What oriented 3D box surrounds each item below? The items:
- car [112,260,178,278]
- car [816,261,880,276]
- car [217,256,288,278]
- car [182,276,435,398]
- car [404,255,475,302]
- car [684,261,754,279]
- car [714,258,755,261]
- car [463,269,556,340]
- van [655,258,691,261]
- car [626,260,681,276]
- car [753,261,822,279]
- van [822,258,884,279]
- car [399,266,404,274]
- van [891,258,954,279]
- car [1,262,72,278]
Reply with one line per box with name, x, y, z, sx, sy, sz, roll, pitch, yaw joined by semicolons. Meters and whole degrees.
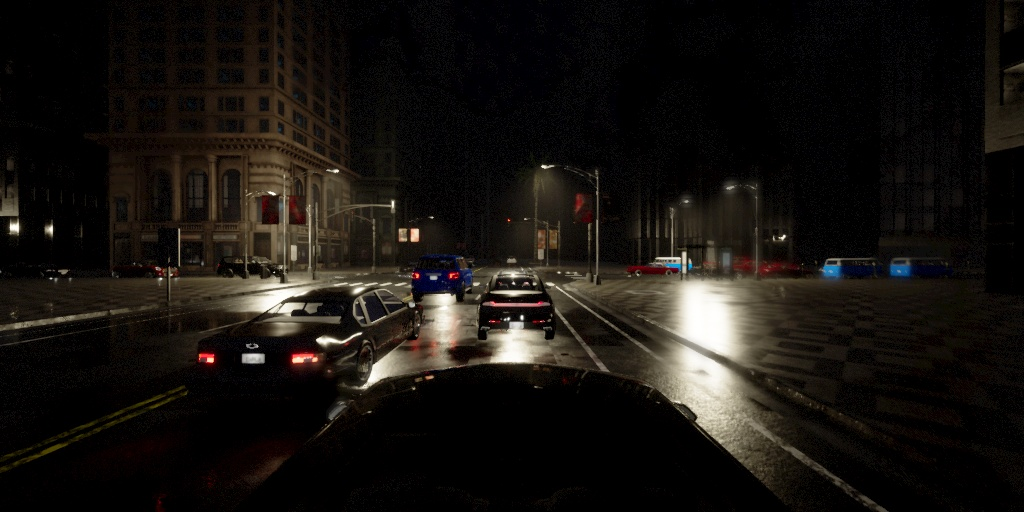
car;-33.178;1.138;32.541;4.553;1.767;2.097;0;0;0
car;33.348;1.247;35.683;4.674;1.442;1.812;0;0;0
car;-23.459;0.996;32.492;5.566;2.045;2.150;0;0;0
car;-3.150;1.297;6.886;2.033;1.411;5.357;0;0;0
car;-3.159;0.972;17.127;2.150;2.045;5.566;0;0;0
car;17.056;1.298;29.815;4.403;1.370;2.007;0;0;0
car;23.318;1.204;35.679;5.008;1.535;1.882;0;0;0
car;0.088;1.240;9.956;2.128;1.511;4.902;0;0;0
van;17.047;1.064;38.340;3.998;1.789;1.690;0;0;0
car;13.877;1.334;35.673;4.718;1.301;1.895;0;0;2
car;22.734;1.326;29.819;4.207;1.307;1.802;0;0;0
van;28.411;1.081;29.825;3.998;1.789;1.690;0;0;0
car;-11.008;1.315;40.909;1.994;1.385;4.181;0;0;18
van;34.088;1.078;29.830;3.998;1.789;1.690;0;0;0
car;-43.161;1.290;32.590;4.902;1.511;2.128;0;0;0
